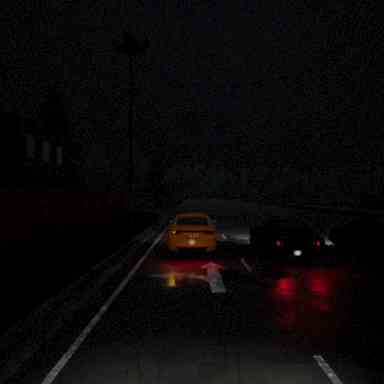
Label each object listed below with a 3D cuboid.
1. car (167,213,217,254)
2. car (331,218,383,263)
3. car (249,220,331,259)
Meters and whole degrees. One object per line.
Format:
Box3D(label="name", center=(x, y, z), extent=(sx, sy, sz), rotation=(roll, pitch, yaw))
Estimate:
Box3D(label="car", center=(0.027, 1.641, 14.236), extent=(1.882, 1.535, 5.008), rotation=(0, 0, 1))
Box3D(label="car", center=(7.007, 1.691, 12.497), extent=(2.033, 1.411, 5.357), rotation=(0, -1, 0))
Box3D(label="car", center=(3.516, 1.753, 13.229), extent=(1.895, 1.301, 4.718), rotation=(0, -1, 0))
